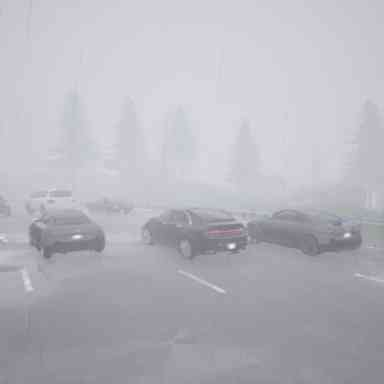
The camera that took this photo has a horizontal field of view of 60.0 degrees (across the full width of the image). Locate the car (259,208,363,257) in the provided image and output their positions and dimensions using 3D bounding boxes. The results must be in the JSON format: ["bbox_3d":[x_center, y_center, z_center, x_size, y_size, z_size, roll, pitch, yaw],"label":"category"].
[{"bbox_3d":[3.701,1.250,11.774,1.994,1.385,4.181,-1,1,-29],"label":"car"}]

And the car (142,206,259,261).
[{"bbox_3d":[-0.137,1.246,11.451,1.837,1.490,4.892,-1,1,-31],"label":"car"}]

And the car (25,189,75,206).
[{"bbox_3d":[-11.169,0.782,26.078,2.150,2.045,5.566,-2,2,-43],"label":"car"}]

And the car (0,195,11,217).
[{"bbox_3d":[-15.680,0.980,25.633,2.097,1.767,4.553,-2,2,-44],"label":"car"}]

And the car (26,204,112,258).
[{"bbox_3d":[-4.650,1.350,12.062,1.994,1.385,4.181,-2,2,-32],"label":"car"}]

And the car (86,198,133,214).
[{"bbox_3d":[-6.627,1.100,26.272,1.895,1.301,4.718,-2,2,-41],"label":"car"}]
